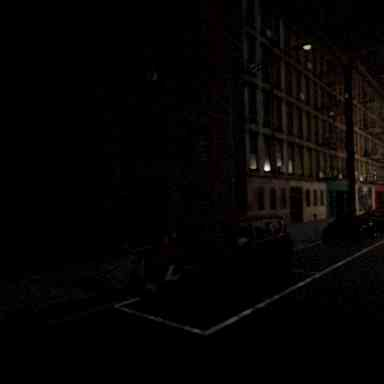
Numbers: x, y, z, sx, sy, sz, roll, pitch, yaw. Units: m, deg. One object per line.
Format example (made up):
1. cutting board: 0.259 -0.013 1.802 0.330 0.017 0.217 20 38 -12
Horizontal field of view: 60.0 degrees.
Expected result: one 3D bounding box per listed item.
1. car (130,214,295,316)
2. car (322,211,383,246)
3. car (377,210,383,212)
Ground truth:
1. car: 0.834 1.534 8.351 2.192 1.841 5.009 -2 -2 40
2. car: 8.151 1.858 17.034 1.947 1.339 4.313 -2 -2 40
3. car: 11.807 1.872 21.379 1.887 1.381 4.507 -2 -2 40
